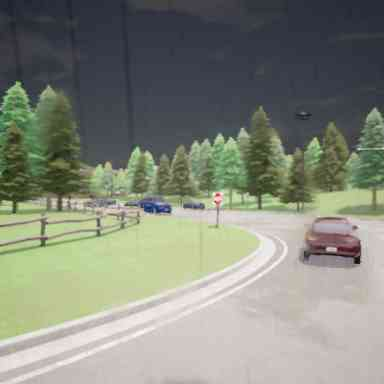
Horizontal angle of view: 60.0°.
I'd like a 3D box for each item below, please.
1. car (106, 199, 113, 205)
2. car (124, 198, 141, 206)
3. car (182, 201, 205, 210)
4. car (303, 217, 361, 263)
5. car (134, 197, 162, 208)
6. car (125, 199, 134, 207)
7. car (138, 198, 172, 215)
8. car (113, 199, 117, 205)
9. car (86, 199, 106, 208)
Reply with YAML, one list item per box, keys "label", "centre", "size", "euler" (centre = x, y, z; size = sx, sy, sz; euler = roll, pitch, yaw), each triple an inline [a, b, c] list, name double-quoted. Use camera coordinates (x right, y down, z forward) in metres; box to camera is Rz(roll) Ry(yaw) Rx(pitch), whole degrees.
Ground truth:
- label: "car"
  centre: [-18.548, 2.120, 67.910]
  size: [2.128, 1.511, 4.902]
  euler: [1, -1, -33]
- label: "car"
  centre: [-12.970, 2.171, 72.045]
  size: [1.882, 1.535, 5.008]
  euler: [1, -1, -33]
- label: "car"
  centre: [0.214, 2.074, 52.062]
  size: [1.812, 1.442, 4.674]
  euler: [1, -1, -33]
- label: "car"
  centre: [5.290, 1.686, 12.739]
  size: [1.812, 1.442, 4.674]
  euler: [0, 0, 21]
- label: "car"
  centre: [-6.106, 1.704, 48.942]
  size: [2.150, 2.045, 5.566]
  euler: [1, -1, -33]
- label: "car"
  centre: [-11.042, 2.170, 62.864]
  size: [1.994, 1.385, 4.181]
  euler: [1, -1, -33]
- label: "car"
  centre: [-4.233, 1.874, 39.687]
  size: [1.882, 1.535, 5.008]
  euler: [1, -1, -33]
- label: "car"
  centre: [-17.999, 2.206, 73.312]
  size: [1.812, 1.442, 4.674]
  euler: [1, -1, -33]
- label: "car"
  centre: [-17.883, 2.040, 60.536]
  size: [2.128, 1.511, 4.902]
  euler: [1, -1, -33]
